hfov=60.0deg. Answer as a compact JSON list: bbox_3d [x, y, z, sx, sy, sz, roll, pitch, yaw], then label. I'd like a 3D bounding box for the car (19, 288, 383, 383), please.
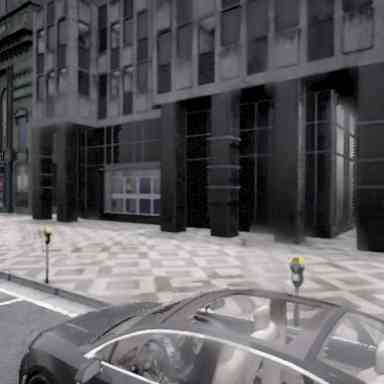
[{"bbox_3d":[0.276,1.546,2.764,4.403,1.369,2.008,0,0,35],"label":"car"}]
